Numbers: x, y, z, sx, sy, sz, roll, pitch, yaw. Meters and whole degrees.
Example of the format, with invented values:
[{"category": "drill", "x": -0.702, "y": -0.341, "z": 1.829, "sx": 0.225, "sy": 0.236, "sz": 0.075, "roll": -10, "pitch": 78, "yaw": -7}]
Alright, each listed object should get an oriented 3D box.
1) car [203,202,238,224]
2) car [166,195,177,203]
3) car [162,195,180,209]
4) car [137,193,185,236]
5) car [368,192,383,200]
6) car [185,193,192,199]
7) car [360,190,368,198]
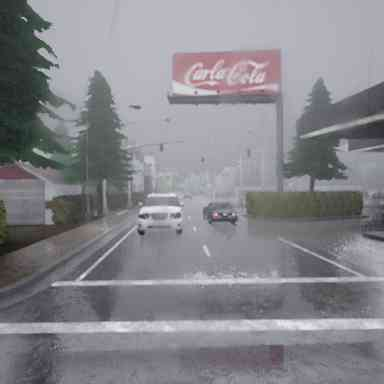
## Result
[{"category": "car", "x": 1.883, "y": 1.388, "z": 23.273, "sx": 2.033, "sy": 1.411, "sz": 5.357, "roll": 0, "pitch": 2, "yaw": -4}, {"category": "car", "x": -3.810, "y": 1.285, "z": 62.399, "sx": 1.895, "sy": 1.301, "sz": 4.718, "roll": -1, "pitch": 0, "yaw": -2}, {"category": "car", "x": -2.772, "y": 1.261, "z": 42.637, "sx": 2.128, "sy": 1.511, "sz": 4.902, "roll": -1, "pitch": 1, "yaw": -6}, {"category": "car", "x": -1.613, "y": 1.088, "z": 18.018, "sx": 2.150, "sy": 2.045, "sz": 5.566, "roll": 0, "pitch": 1, "yaw": -2}, {"category": "car", "x": 34.714, "y": 0.770, "z": 60.518, "sx": 2.007, "sy": 1.523, "sz": 4.514, "roll": -1, "pitch": 0, "yaw": -3}, {"category": "car", "x": -1.087, "y": 0.947, "z": 78.471, "sx": 1.812, "sy": 1.442, "sz": 4.674, "roll": -1, "pitch": 0, "yaw": -3}, {"category": "car", "x": 40.099, "y": 0.428, "z": 79.338, "sx": 1.932, "sy": 1.855, "sz": 4.605, "roll": -1, "pitch": 0, "yaw": -3}]
